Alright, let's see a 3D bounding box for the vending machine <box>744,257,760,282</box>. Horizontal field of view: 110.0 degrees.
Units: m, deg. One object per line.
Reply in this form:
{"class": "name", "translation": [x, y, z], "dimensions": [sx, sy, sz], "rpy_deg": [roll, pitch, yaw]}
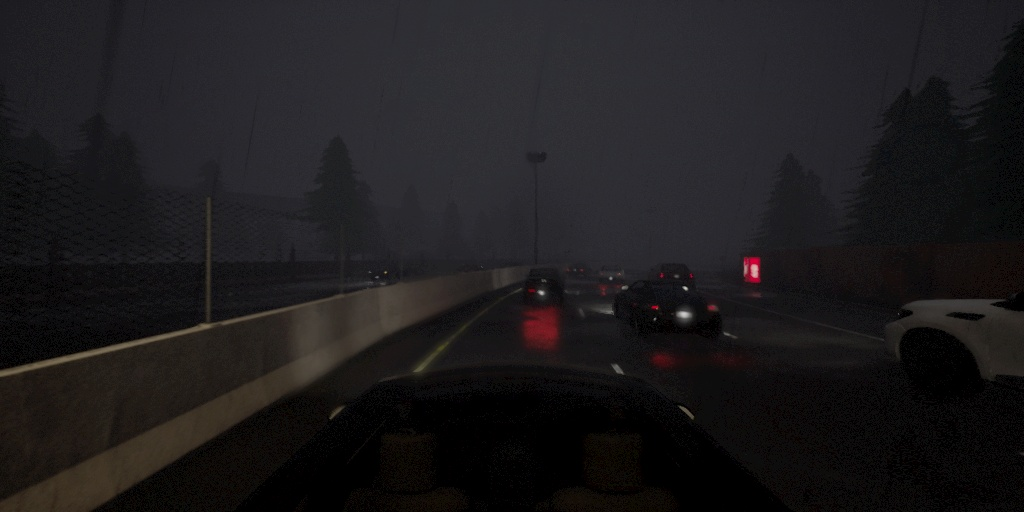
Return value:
{"class": "vending machine", "translation": [18.590, 1.075, 27.767], "dimensions": [1.100, 2.100, 0.880], "rpy_deg": [0, 0, 19]}

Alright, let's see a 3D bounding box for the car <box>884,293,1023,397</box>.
{"class": "car", "translation": [7.195, 1.009, 3.496], "dimensions": [2.150, 2.045, 5.566], "rpy_deg": [0, 0, 1]}

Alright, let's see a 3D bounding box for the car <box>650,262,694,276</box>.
{"class": "car", "translation": [9.907, 1.182, 22.548], "dimensions": [2.097, 1.767, 4.553], "rpy_deg": [0, 0, 14]}

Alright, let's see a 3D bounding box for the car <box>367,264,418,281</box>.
{"class": "car", "translation": [-9.970, 1.347, 30.252], "dimensions": [1.895, 1.301, 4.718], "rpy_deg": [0, 0, 16]}

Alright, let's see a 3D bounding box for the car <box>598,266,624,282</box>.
{"class": "car", "translation": [8.249, 1.434, 29.542], "dimensions": [1.895, 1.301, 4.718], "rpy_deg": [0, 0, 18]}

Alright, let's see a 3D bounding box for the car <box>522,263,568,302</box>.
{"class": "car", "translation": [1.630, 1.287, 17.230], "dimensions": [1.837, 1.490, 4.892], "rpy_deg": [0, 0, 9]}

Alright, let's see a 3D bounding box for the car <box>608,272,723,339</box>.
{"class": "car", "translation": [4.217, 1.348, 10.333], "dimensions": [1.994, 1.385, 4.181], "rpy_deg": [0, 0, 6]}

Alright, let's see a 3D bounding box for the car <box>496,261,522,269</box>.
{"class": "car", "translation": [-0.169, 1.310, 37.617], "dimensions": [1.837, 1.490, 4.892], "rpy_deg": [0, 0, 22]}

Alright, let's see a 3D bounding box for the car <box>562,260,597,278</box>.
{"class": "car", "translation": [6.882, 1.384, 36.112], "dimensions": [2.033, 1.411, 5.357], "rpy_deg": [0, 0, 22]}

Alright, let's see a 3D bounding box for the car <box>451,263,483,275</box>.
{"class": "car", "translation": [-4.460, 1.346, 35.973], "dimensions": [1.994, 1.385, 4.181], "rpy_deg": [0, 0, 19]}
